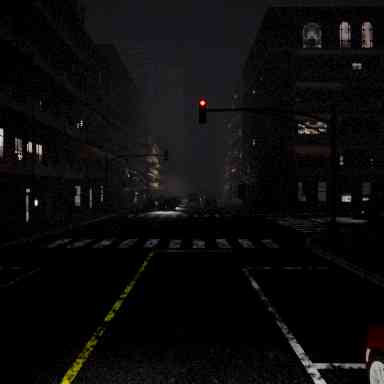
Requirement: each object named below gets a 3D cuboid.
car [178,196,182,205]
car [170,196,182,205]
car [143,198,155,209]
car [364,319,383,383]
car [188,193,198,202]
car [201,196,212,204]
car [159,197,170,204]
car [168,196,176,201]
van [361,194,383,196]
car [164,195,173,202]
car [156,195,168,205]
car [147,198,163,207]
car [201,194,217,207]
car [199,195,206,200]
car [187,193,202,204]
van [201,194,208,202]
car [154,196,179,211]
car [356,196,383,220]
[{"bbox_3d":[-2.944,1.577,49.997,1.994,1.385,4.181,0,0,0],"label":"car"},{"bbox_3d":[-2.890,1.526,60.336,1.837,1.490,4.892,0,0,1],"label":"car"},{"bbox_3d":[-5.565,1.561,45.297,2.008,1.369,4.403,0,0,0],"label":"car"},{"bbox_3d":[2.687,1.544,1.796,1.887,1.381,4.507,0,0,0],"label":"car"},{"bbox_3d":[0.234,1.264,79.435,2.150,2.045,5.566,0,0,0],"label":"car"},{"bbox_3d":[2.880,1.578,67.378,2.008,1.369,4.403,-1,0,0],"label":"car"},{"bbox_3d":[-5.500,1.609,67.409,1.802,1.307,4.206,-1,0,0],"label":"car"},{"bbox_3d":[-5.435,1.632,89.520,1.802,1.307,4.206,-1,0,0],"label":"car"},{"bbox_3d":[15.721,1.035,27.329,3.998,1.788,1.690,-1,1,-1],"label":"van"},{"bbox_3d":[-5.468,1.563,78.294,1.752,1.417,4.829,-1,0,0],"label":"car"},{"bbox_3d":[-5.518,1.462,61.881,1.967,1.590,4.097,-1,0,0],"label":"car"},{"bbox_3d":[-5.549,1.580,50.824,1.947,1.339,4.313,0,0,0],"label":"car"},{"bbox_3d":[2.830,1.454,50.795,1.967,1.590,4.097,-1,0,0],"label":"car"},{"bbox_3d":[2.961,1.602,95.018,1.887,1.381,4.507,-1,0,0],"label":"car"},{"bbox_3d":[0.289,1.235,62.260,2.150,2.045,5.566,0,-1,0],"label":"car"},{"bbox_3d":[2.911,1.379,78.434,1.690,1.788,3.998,-1,0,0],"label":"van"},{"bbox_3d":[-2.978,1.571,40.047,1.994,1.385,4.181,0,0,1],"label":"car"},{"bbox_3d":[15.110,1.230,24.749,4.892,1.490,1.837,-1,0,-1],"label":"car"}]
